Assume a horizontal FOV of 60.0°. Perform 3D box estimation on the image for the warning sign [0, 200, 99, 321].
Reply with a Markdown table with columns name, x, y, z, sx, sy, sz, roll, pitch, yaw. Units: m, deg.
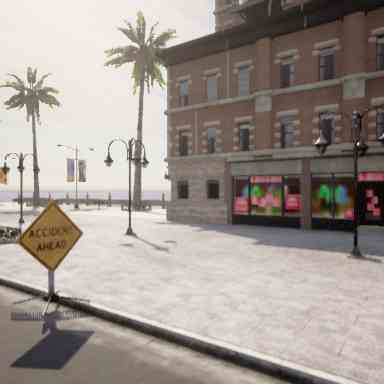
| name | x | y | z | sx | sy | sz | roll | pitch | yaw |
| --- | --- | --- | --- | --- | --- | --- | --- | --- | --- |
| warning sign | -2.565 | 1.099 | 6.067 | 1.060 | 1.860 | 1.300 | 0 | 0 | 35 |
